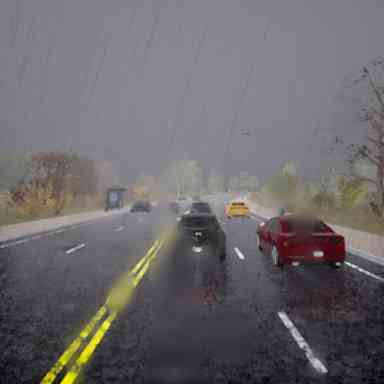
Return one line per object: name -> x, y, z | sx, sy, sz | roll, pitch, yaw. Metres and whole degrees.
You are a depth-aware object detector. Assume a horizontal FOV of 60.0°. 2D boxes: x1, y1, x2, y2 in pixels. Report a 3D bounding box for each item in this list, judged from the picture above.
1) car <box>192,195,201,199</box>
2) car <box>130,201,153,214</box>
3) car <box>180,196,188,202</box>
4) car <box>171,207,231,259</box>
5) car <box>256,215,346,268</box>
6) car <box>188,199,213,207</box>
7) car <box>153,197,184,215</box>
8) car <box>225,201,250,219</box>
car -> 1.067, 1.523, 76.909 | 1.882, 1.535, 5.008 | 0, 0, 6
car -> -5.537, 1.670, 37.094 | 1.994, 1.385, 4.181 | 0, 0, 3
car -> -2.120, 1.633, 77.657 | 1.895, 1.301, 4.718 | 0, 0, 6
car -> 0.250, 1.549, 12.709 | 1.837, 1.490, 4.892 | 0, 0, 1
car -> 3.477, 1.519, 11.482 | 1.882, 1.535, 5.008 | 0, 0, 1
car -> 0.756, 1.591, 28.828 | 1.837, 1.490, 4.892 | 0, 0, 2
car -> -2.383, 1.593, 35.273 | 2.128, 1.511, 4.902 | 0, 0, 3
car -> 4.073, 1.567, 30.210 | 1.882, 1.535, 5.008 | 0, 0, 3
